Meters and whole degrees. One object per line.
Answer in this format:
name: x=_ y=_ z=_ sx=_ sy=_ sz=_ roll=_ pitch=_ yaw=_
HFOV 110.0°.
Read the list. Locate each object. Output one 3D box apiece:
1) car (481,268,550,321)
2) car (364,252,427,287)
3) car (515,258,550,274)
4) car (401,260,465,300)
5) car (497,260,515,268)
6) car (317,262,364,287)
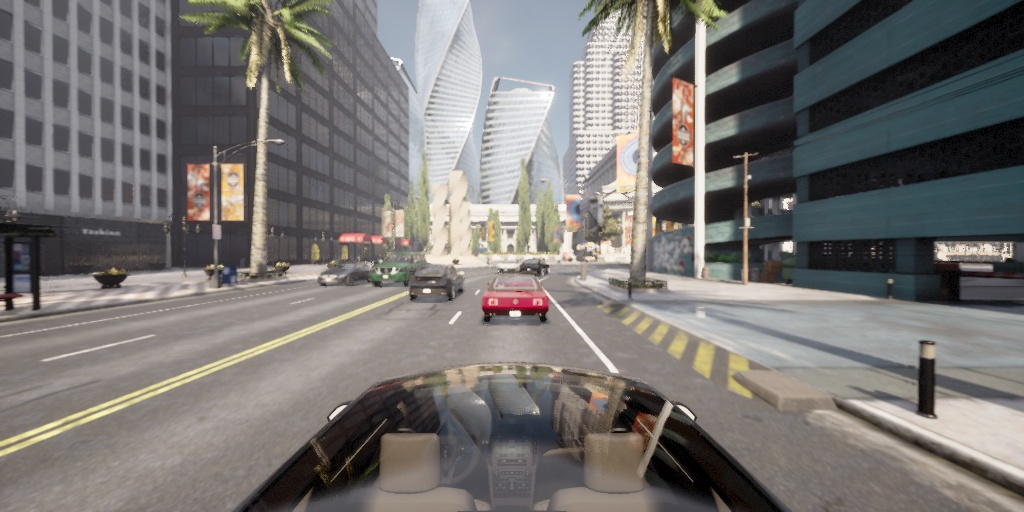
car: x=0.094 y=1.258 z=11.941 sx=1.895 sy=1.301 sz=4.718 roll=0 pitch=1 yaw=0
car: x=-6.920 y=0.786 z=22.790 sx=2.150 sy=2.045 sz=5.566 roll=0 pitch=0 yaw=3
car: x=2.141 y=0.952 z=32.152 sx=1.882 sy=1.535 sz=5.008 roll=0 pitch=0 yaw=17
car: x=-3.388 y=1.122 z=16.760 sx=1.837 sy=1.490 sz=4.892 roll=0 pitch=1 yaw=0
car: x=0.316 y=1.033 z=36.940 sx=1.895 sy=1.301 sz=4.718 roll=0 pitch=1 yaw=24
car: x=-10.407 y=1.089 z=22.868 sx=1.812 sy=1.442 sz=4.674 roll=0 pitch=0 yaw=3
